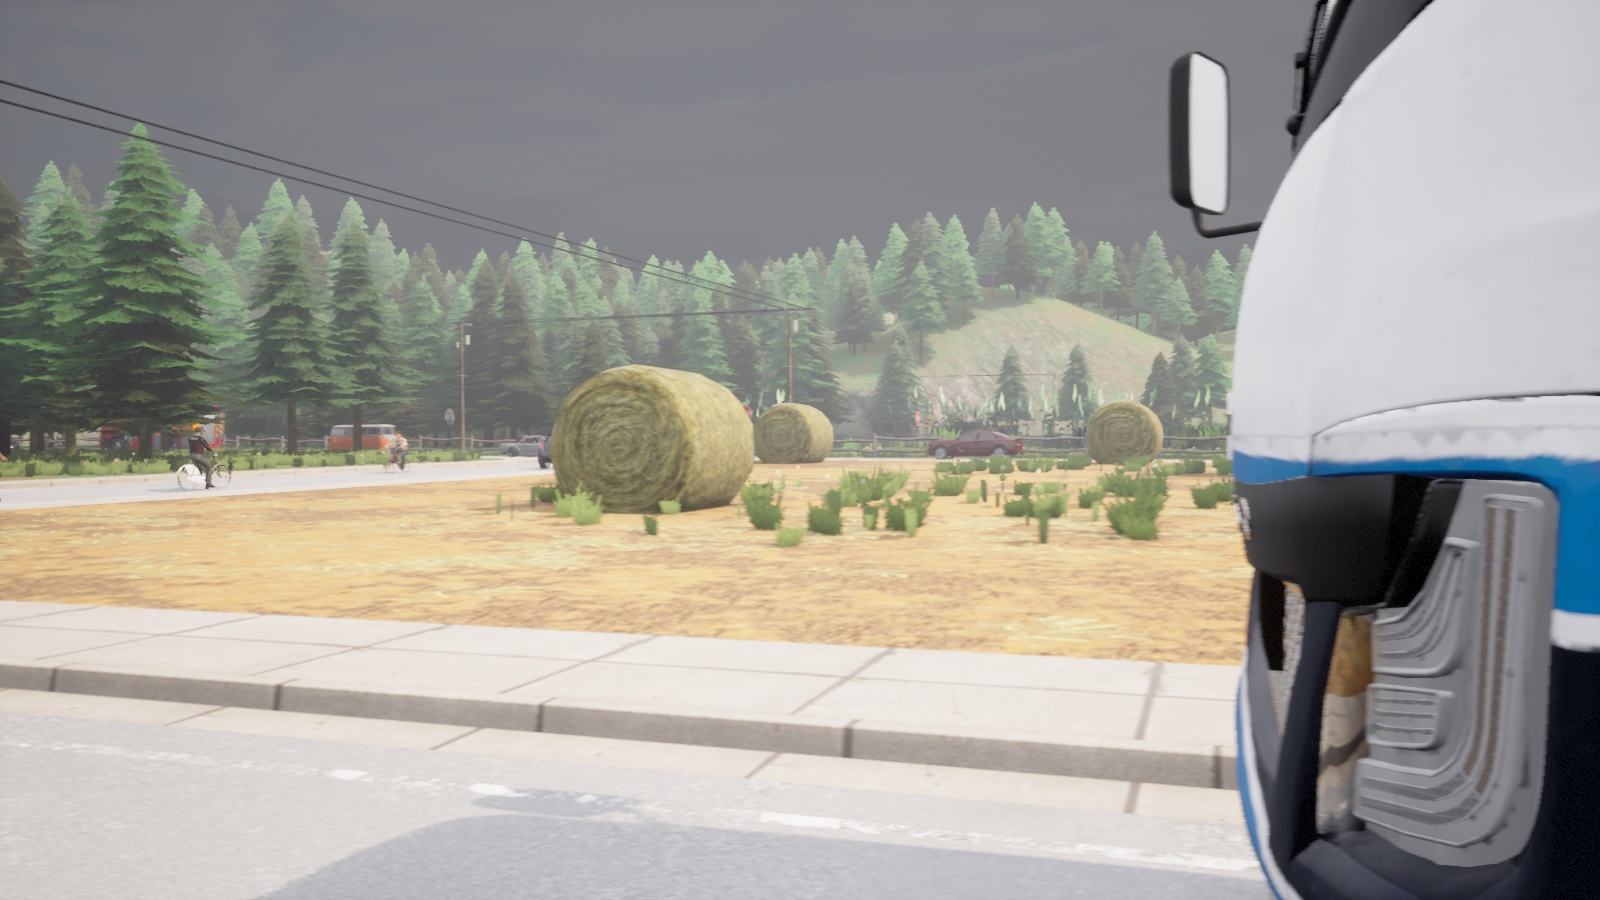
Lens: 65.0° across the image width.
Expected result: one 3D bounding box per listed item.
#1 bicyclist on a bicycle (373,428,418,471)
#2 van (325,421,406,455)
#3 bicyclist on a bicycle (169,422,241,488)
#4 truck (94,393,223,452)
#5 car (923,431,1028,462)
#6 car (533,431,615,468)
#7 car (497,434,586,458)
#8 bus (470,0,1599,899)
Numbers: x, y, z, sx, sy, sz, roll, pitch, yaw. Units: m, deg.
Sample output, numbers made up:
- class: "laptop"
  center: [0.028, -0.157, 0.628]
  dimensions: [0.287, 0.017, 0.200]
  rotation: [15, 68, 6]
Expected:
- class: "bicyclist on a bicycle"
  center: [-15.284, -0.028, 47.484]
  dimensions: [0.866, 1.612, 1.509]
  rotation: [1, 1, 19]
- class: "van"
  center: [-25.881, -0.723, 74.831]
  dimensions: [4.442, 1.987, 1.775]
  rotation: [0, 1, 22]
- class: "bicyclist on a bicycle"
  center: [-16.255, 0.113, 34.327]
  dimensions: [0.659, 1.776, 1.843]
  rotation: [1, 1, 20]
- class: "truck"
  center: [-43.587, -1.868, 85.309]
  dimensions: [8.468, 3.827, 2.891]
  rotation: [1, 1, 21]
- class: "car"
  center: [8.983, -0.199, 64.266]
  dimensions: [5.008, 1.535, 1.882]
  rotation: [1, 1, 22]
- class: "car"
  center: [-9.532, -0.022, 53.180]
  dimensions: [1.845, 1.501, 3.633]
  rotation: [1, 1, 20]
- class: "car"
  center: [-14.370, -0.253, 69.850]
  dimensions: [4.718, 1.301, 1.895]
  rotation: [1, 1, 28]
- class: "bus"
  center: [5.182, -0.554, 1.430]
  dimensions: [10.273, 4.253, 3.944]
  rotation: [0, 1, 19]
